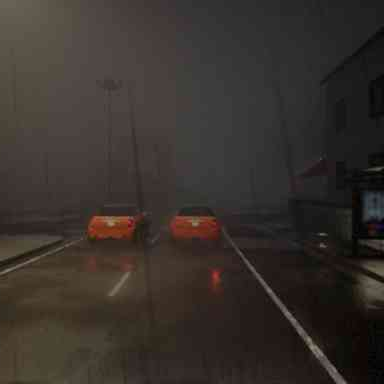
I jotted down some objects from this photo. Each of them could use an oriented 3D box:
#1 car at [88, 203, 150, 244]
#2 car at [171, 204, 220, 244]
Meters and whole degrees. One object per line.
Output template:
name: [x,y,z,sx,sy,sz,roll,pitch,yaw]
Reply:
car: [-3.301,1.355,15.918,2.097,1.767,4.553,0,0,1]
car: [0.194,1.355,15.912,2.097,1.767,4.553,0,0,1]
